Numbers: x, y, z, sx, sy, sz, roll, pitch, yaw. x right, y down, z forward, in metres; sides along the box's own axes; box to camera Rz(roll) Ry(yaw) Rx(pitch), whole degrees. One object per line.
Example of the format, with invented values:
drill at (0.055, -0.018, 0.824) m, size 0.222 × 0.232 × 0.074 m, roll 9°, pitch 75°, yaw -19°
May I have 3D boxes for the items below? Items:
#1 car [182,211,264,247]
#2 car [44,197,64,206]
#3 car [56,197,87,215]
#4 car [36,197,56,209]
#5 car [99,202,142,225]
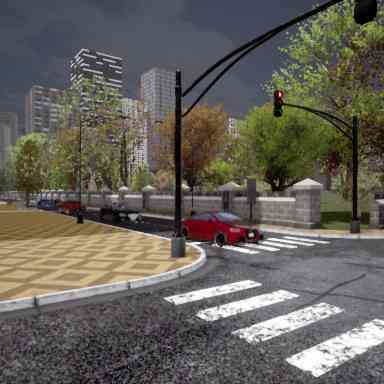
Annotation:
car at (1.250, 1.589, 15.260) m, size 1.994 × 1.385 × 4.181 m, roll 0°, pitch 0°, yaw -37°
car at (-24.116, 1.672, 58.056) m, size 2.128 × 1.511 × 4.902 m, roll 0°, pitch 0°, yaw -34°
car at (-12.795, 1.575, 35.700) m, size 1.882 × 1.535 × 5.008 m, roll 0°, pitch 0°, yaw -34°
car at (-21.447, 1.705, 48.603) m, size 1.812 × 1.442 × 4.674 m, roll 0°, pitch 0°, yaw -34°
car at (-5.383, 1.548, 24.767) m, size 2.128 × 1.511 × 4.902 m, roll 0°, pitch 0°, yaw -34°
